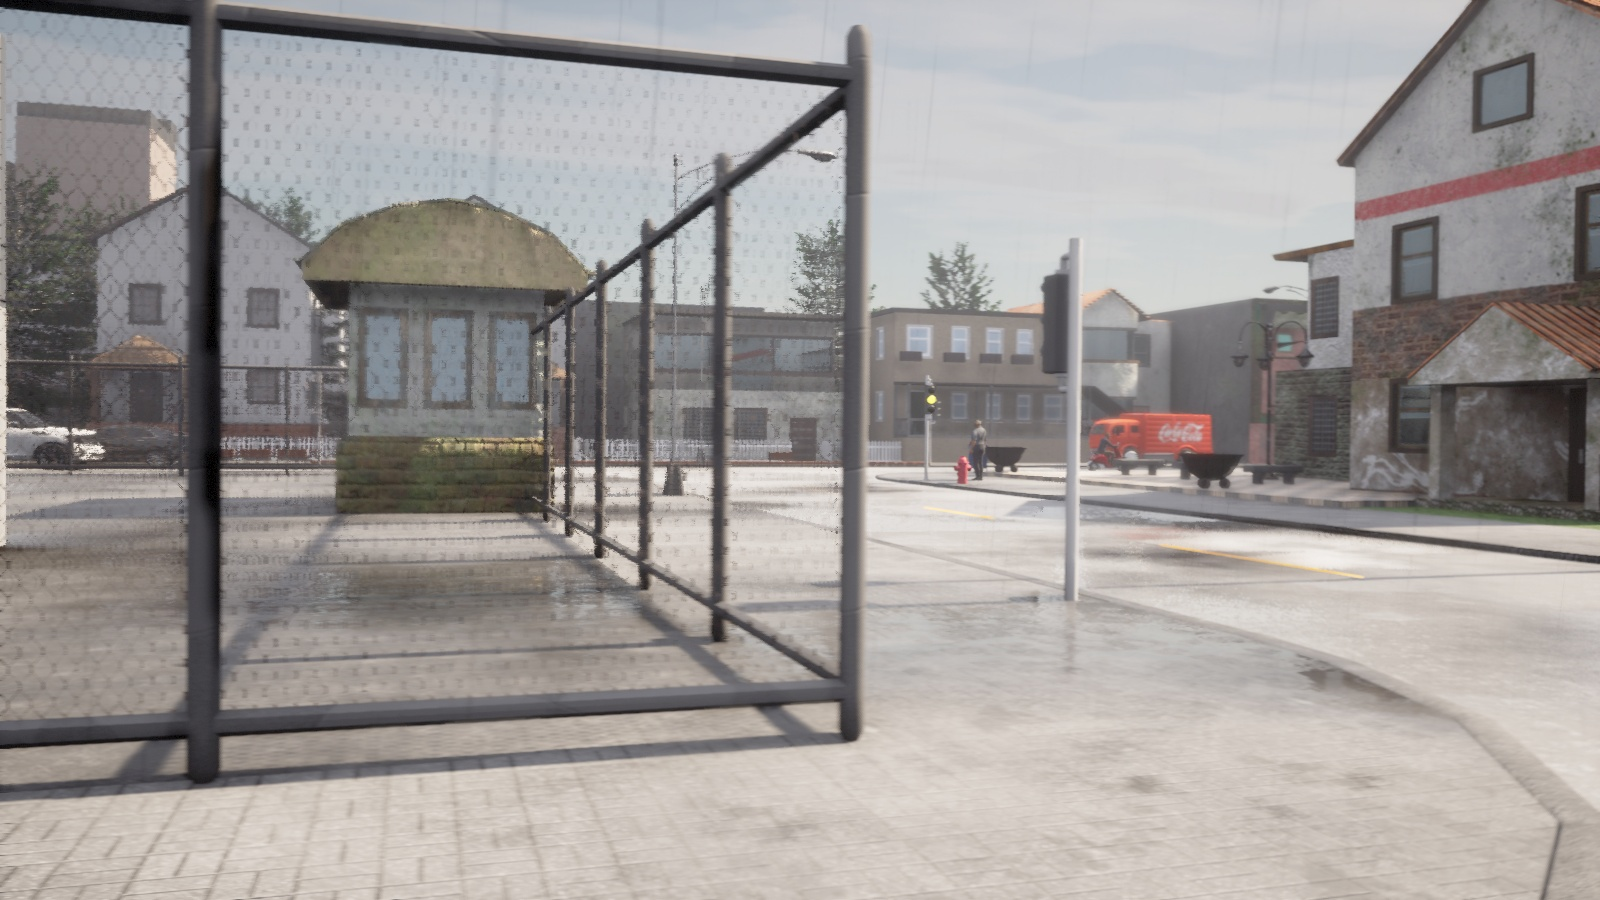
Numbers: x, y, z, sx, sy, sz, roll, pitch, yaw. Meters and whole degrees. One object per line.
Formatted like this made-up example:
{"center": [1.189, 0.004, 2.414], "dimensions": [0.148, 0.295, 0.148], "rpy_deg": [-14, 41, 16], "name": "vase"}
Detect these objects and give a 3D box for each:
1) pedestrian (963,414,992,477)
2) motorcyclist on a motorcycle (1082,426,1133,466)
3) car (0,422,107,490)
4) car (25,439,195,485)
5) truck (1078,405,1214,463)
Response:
{"center": [5.320, -0.138, 37.636], "dimensions": [0.540, 1.848, 0.694], "rpy_deg": [-1, 1, -35], "name": "pedestrian"}
{"center": [12.387, -0.169, 50.623], "dimensions": [1.817, 1.590, 0.866], "rpy_deg": [-1, 1, -17], "name": "motorcyclist on a motorcycle"}
{"center": [-25.080, 0.188, 39.254], "dimensions": [5.566, 2.045, 2.150], "rpy_deg": [-1, 1, -15], "name": "car"}
{"center": [-23.909, 0.392, 43.736], "dimensions": [4.892, 1.490, 1.837], "rpy_deg": [-1, 1, -17], "name": "car"}
{"center": [15.328, -0.720, 55.720], "dimensions": [5.204, 2.467, 2.627], "rpy_deg": [-1, 1, -18], "name": "truck"}
